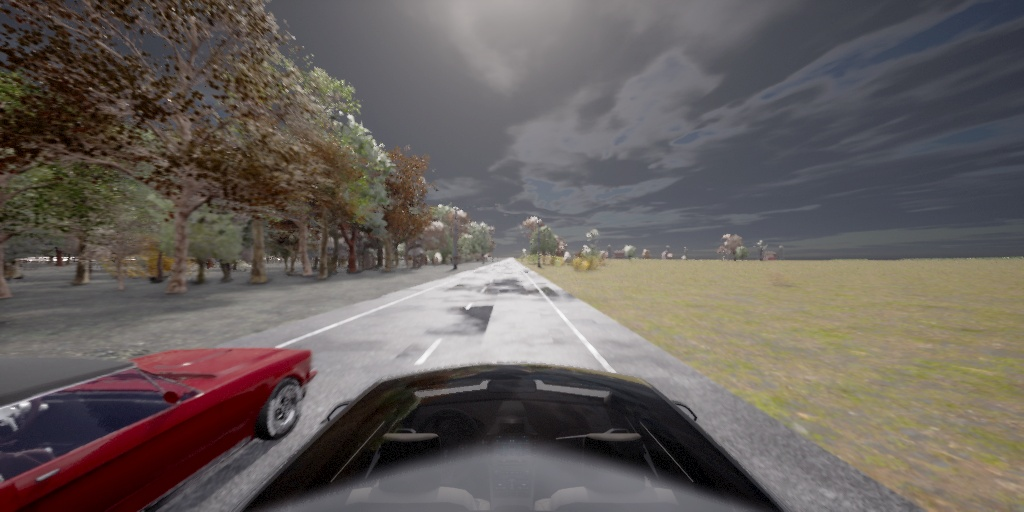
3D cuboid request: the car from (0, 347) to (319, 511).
[{"bbox_3d":[-3.403,1.361,2.453,1.895,1.301,4.718,0,0,0],"label":"car"}]
